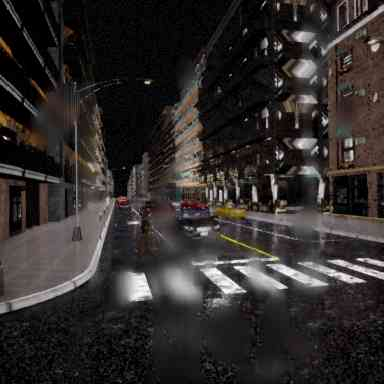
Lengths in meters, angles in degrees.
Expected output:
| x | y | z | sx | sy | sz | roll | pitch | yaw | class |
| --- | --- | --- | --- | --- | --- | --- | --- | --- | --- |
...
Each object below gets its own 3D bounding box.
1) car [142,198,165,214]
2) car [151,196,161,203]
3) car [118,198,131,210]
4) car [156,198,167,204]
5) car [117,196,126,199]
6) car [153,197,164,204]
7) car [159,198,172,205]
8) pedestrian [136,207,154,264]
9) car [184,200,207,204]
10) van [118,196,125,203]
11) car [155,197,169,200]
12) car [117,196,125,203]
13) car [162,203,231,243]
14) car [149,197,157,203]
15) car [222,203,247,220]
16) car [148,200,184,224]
| x | y | z | sx | sy | sz | roll | pitch | yaw | class |
| --- | --- | --- | --- | --- | --- | --- | --- | --- | --- |
| -4.452 | 1.719 | 36.699 | 1.837 | 1.490 | 4.892 | -1 | 0 | -13 | car |
| -9.204 | 1.952 | 83.972 | 1.967 | 1.590 | 4.097 | -1 | 0 | -13 | car |
| -9.898 | 1.929 | 49.007 | 1.802 | 1.307 | 4.206 | -1 | 0 | -13 | car |
| -6.708 | 1.972 | 72.927 | 2.008 | 1.369 | 4.403 | -1 | 0 | -13 | car |
| -14.890 | 1.838 | 71.102 | 2.192 | 1.841 | 5.009 | -1 | 0 | -13 | car |
| -7.956 | 2.010 | 78.451 | 1.887 | 1.381 | 4.507 | -1 | 0 | -13 | car |
| -5.461 | 1.928 | 67.404 | 2.008 | 1.369 | 4.403 | -1 | 0 | -13 | car |
| -1.533 | 1.373 | 10.769 | 0.375 | 1.860 | 0.375 | -1 | 0 | -13 | pedestrian |
| 0.775 | 1.703 | 39.789 | 1.887 | 1.381 | 4.507 | -1 | 0 | -13 | car |
| -18.631 | 2.001 | 87.671 | 1.690 | 1.788 | 3.998 | -1 | 0 | -13 | van |
| -4.067 | 1.796 | 49.466 | 1.812 | 1.442 | 4.674 | -1 | 0 | -13 | car |
| -19.879 | 2.028 | 93.192 | 2.192 | 1.841 | 5.009 | -1 | 0 | -13 | car |
| 0.023 | 1.569 | 16.822 | 2.128 | 1.511 | 4.902 | -1 | 0 | -13 | car |
| -10.450 | 2.141 | 89.495 | 1.802 | 1.307 | 4.206 | -1 | 0 | -13 | car |
| 3.231 | 1.604 | 28.911 | 1.752 | 1.417 | 4.829 | -1 | 0 | -13 | car |
| -2.178 | 1.667 | 26.579 | 1.812 | 1.442 | 4.674 | -1 | 0 | -13 | car |
